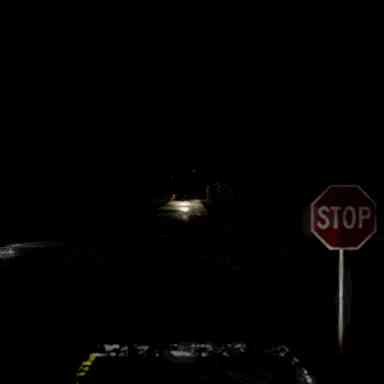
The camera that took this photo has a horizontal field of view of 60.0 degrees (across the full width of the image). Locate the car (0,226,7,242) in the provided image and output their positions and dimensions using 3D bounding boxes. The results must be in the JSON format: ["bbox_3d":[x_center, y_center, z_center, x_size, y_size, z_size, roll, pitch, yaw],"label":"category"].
[{"bbox_3d":[-9.992,1.595,13.639,4.181,1.385,1.994,0,1,-3],"label":"car"}]
